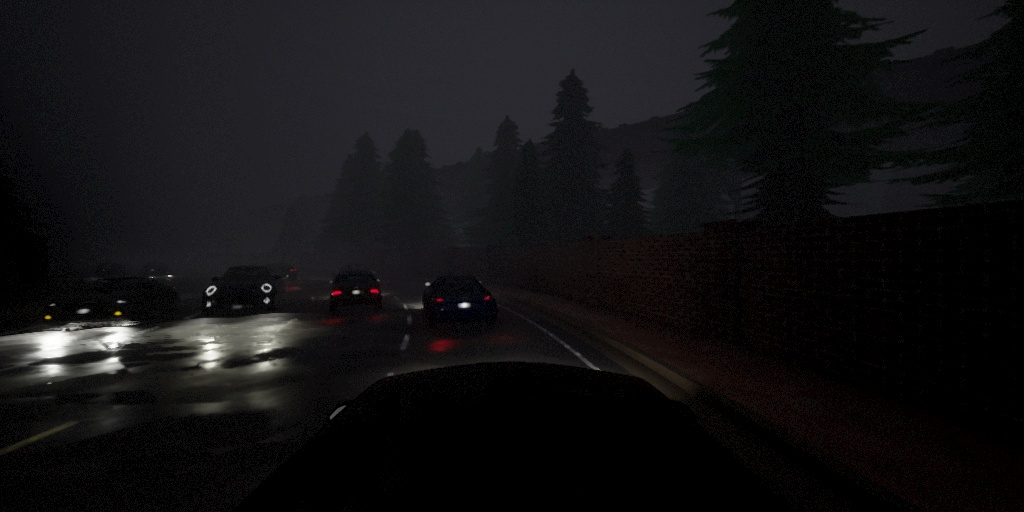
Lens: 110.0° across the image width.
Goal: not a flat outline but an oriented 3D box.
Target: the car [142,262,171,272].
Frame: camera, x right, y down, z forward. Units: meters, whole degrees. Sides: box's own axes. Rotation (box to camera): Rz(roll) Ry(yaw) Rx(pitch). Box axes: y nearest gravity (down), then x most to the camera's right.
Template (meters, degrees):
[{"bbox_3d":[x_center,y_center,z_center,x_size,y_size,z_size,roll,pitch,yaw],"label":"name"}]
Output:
[{"bbox_3d":[-42.062,1.493,42.393,5.008,1.535,1.882,0,0,37],"label":"car"}]

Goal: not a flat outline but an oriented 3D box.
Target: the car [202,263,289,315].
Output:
[{"bbox_3d":[-10.421,1.160,14.254,2.097,1.767,4.553,-1,0,-27],"label":"car"}]

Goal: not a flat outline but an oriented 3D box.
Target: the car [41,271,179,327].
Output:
[{"bbox_3d":[-13.232,1.405,12.146,1.994,1.385,4.181,-1,0,-26],"label":"car"}]

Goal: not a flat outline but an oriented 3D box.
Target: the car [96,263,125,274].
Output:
[{"bbox_3d":[-45.117,1.529,40.298,5.008,1.535,1.882,0,0,37],"label":"car"}]

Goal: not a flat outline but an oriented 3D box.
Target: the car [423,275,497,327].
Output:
[{"bbox_3d":[-1.817,1.298,11.604,1.994,1.385,4.181,-1,0,-15],"label":"car"}]

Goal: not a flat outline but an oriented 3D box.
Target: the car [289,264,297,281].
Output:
[{"bbox_3d":[-20.086,1.350,30.567,4.892,1.490,1.837,0,0,38],"label":"car"}]

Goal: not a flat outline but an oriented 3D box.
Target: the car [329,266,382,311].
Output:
[{"bbox_3d":[-6.464,1.316,14.794,2.033,1.411,5.357,-1,0,-24],"label":"car"}]
